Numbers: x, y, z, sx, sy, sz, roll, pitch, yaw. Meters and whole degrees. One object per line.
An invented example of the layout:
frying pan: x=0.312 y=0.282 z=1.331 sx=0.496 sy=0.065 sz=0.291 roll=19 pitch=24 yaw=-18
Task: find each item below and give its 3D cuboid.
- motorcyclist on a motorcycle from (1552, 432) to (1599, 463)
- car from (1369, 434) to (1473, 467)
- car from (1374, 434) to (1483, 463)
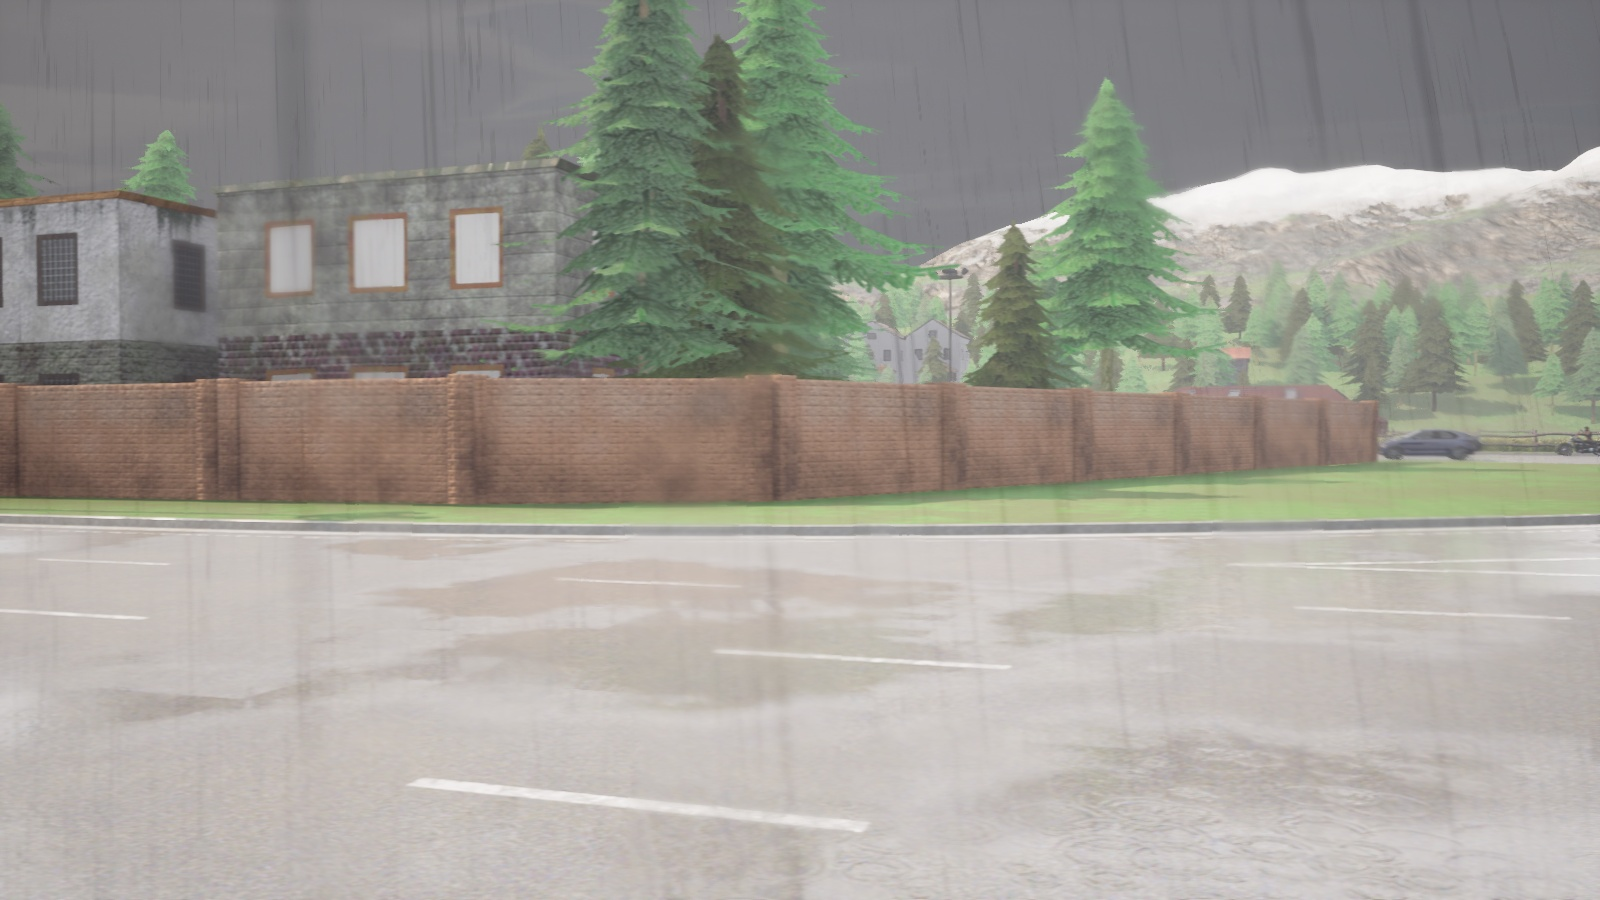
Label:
motorcyclist on a motorcycle: x=41.239 y=-0.131 z=66.473 sx=2.350 sy=1.649 sz=0.766 roll=0 pitch=1 yaw=19
car: x=29.328 y=-0.001 z=59.428 sx=4.193 sy=1.474 sz=1.816 roll=1 pitch=1 yaw=19
car: x=32.782 y=-0.096 z=65.648 sx=4.892 sy=1.490 sz=1.837 roll=1 pitch=1 yaw=19
